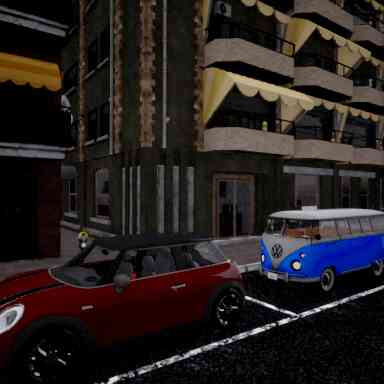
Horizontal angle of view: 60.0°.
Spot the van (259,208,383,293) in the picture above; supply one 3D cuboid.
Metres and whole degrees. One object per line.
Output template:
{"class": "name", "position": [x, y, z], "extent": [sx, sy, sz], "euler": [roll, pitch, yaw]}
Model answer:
{"class": "van", "position": [3.494, 1.343, 8.582], "extent": [3.998, 1.788, 1.690], "euler": [0, 0, -35]}

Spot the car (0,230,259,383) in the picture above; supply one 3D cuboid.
{"class": "car", "position": [-1.140, 1.440, 5.280], "extent": [4.097, 1.590, 1.967], "euler": [0, 0, -35]}
